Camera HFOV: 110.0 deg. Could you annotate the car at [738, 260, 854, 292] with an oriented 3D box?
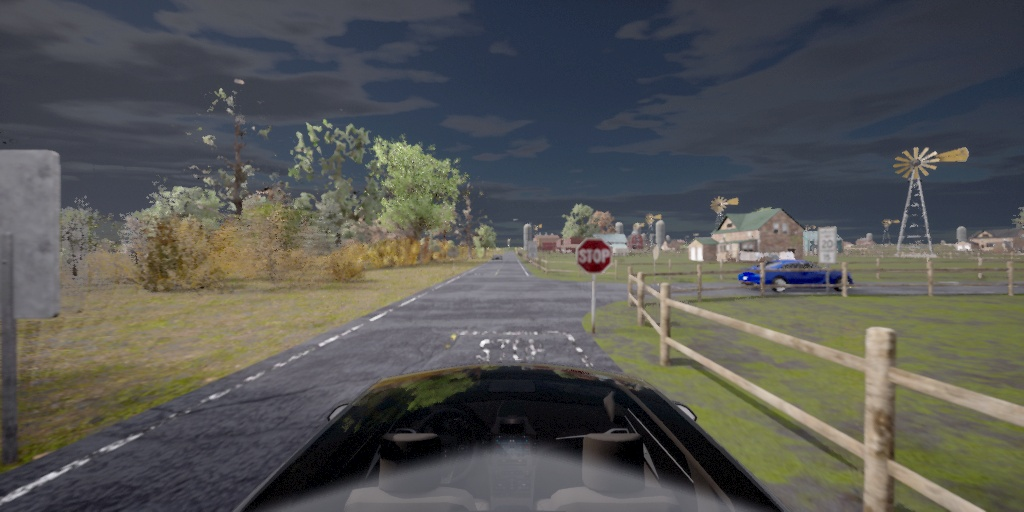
[{"bbox_3d":[14.049,0.938,17.869,5.008,1.535,1.882,0,0,-1],"label":"car"}]
